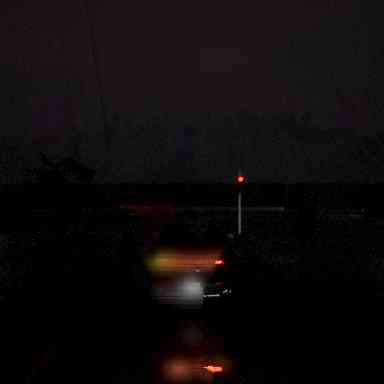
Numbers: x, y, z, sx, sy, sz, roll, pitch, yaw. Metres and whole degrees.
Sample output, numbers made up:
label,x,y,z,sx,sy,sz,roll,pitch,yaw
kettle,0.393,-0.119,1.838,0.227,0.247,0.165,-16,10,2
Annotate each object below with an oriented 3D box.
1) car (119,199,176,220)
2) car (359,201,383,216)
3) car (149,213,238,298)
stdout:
label,x,y,z,sx,sy,sz,roll,pitch,yaw
car,-3.602,1.352,27.377,4.553,1.767,2.097,0,0,0
car,18.203,1.564,31.591,4.181,1.385,1.994,0,0,0
car,0.053,1.505,8.512,1.837,1.490,4.892,0,0,1
